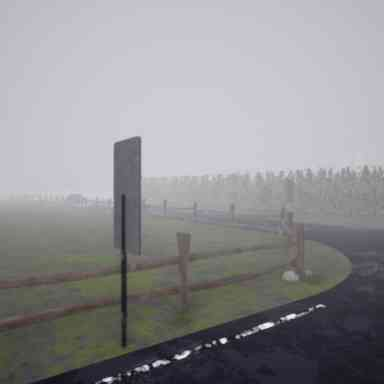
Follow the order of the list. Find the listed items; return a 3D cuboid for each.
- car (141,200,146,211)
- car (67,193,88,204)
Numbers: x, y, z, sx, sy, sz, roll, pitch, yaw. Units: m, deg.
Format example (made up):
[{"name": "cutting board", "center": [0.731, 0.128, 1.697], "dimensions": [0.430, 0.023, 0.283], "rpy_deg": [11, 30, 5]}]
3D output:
[{"name": "car", "center": [-6.485, 1.215, 34.834], "dimensions": [1.837, 1.490, 4.892], "rpy_deg": [0, 0, -35]}, {"name": "car", "center": [-17.568, 0.991, 50.870], "dimensions": [2.097, 1.767, 4.553], "rpy_deg": [0, 0, -35]}]
